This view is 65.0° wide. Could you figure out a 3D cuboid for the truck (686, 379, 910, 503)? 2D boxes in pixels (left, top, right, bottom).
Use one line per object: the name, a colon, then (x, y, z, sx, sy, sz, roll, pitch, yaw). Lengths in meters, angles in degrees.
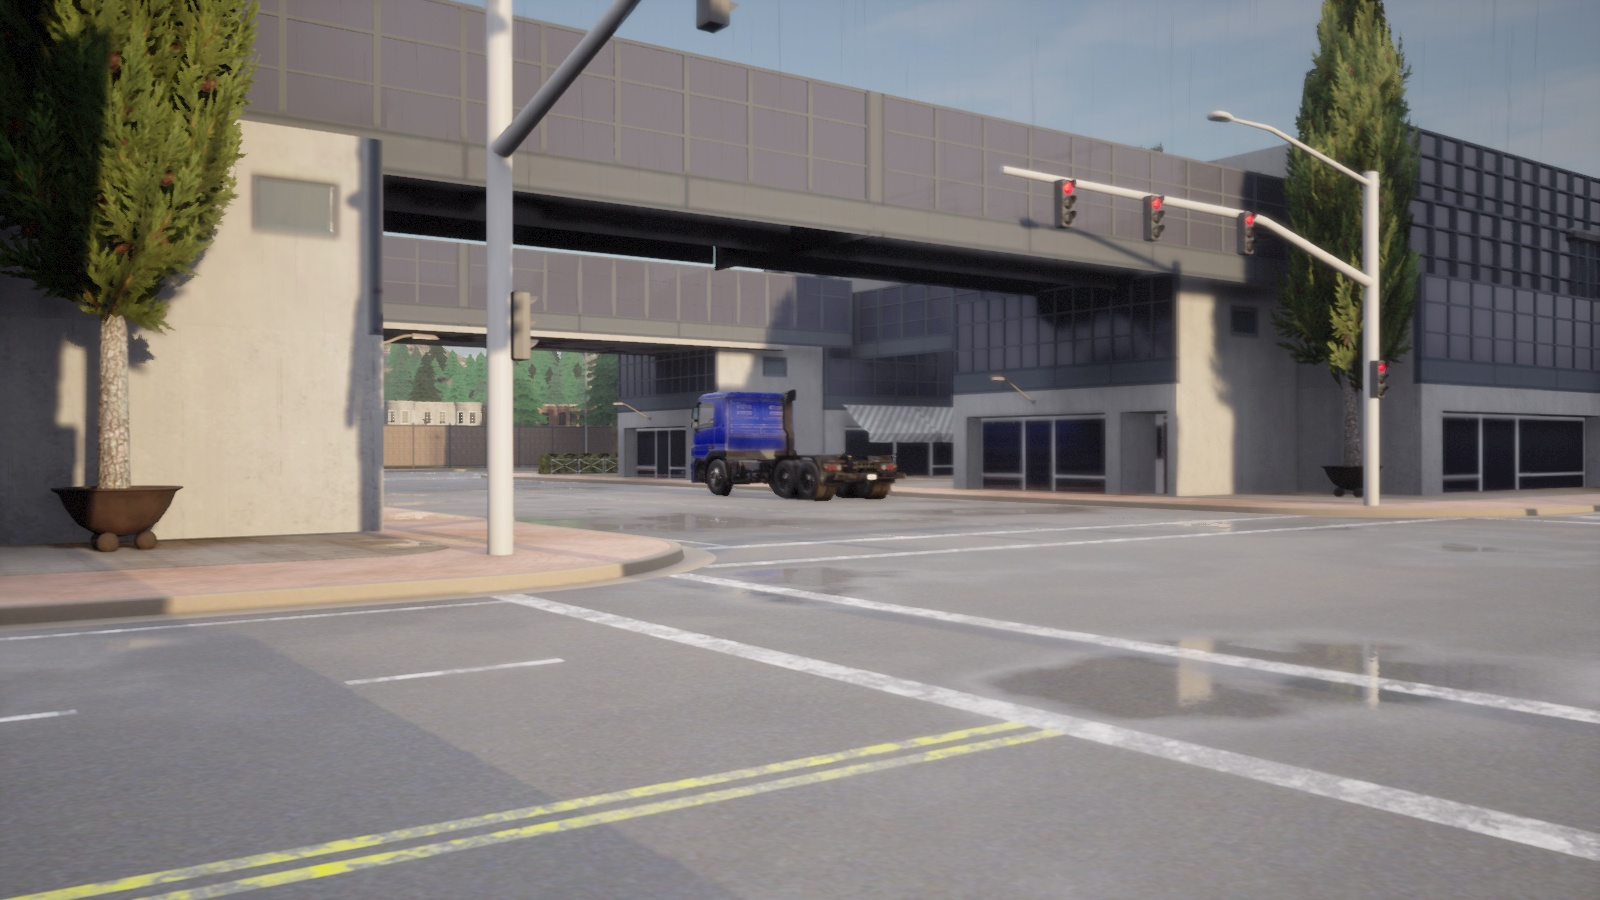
truck: (-0.277, -0.252, 39.201, 2.891, 3.462, 7.936, 0, 0, -36)
